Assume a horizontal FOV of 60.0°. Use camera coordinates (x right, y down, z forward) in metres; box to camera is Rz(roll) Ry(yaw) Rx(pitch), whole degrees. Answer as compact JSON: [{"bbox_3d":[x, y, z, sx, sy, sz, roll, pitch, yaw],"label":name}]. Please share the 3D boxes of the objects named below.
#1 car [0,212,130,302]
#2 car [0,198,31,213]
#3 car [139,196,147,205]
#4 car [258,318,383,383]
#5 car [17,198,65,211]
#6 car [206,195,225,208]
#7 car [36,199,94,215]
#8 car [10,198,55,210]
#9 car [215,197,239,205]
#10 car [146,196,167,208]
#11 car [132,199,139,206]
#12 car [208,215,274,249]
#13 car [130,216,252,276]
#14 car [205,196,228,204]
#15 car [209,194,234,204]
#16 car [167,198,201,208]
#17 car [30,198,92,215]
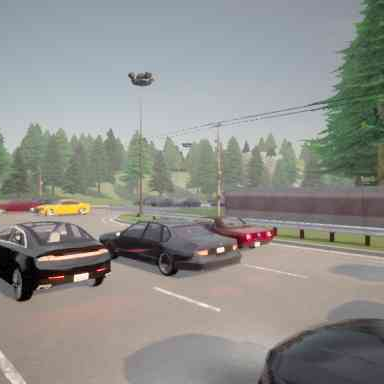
[{"bbox_3d":[-3.868,1.491,8.431,2.128,1.511,4.902,0,0,-43],"label":"car"},{"bbox_3d":[-18.726,1.477,35.357,5.008,1.535,1.882,0,0,-43],"label":"car"},{"bbox_3d":[-5.257,1.492,52.619,4.902,1.511,2.128,0,0,-43],"label":"car"},{"bbox_3d":[2.602,1.505,1.674,1.837,1.490,4.892,0,0,-43],"label":"car"},{"bbox_3d":[-18.322,1.506,40.503,4.892,1.490,1.837,1,0,-43],"label":"car"},{"bbox_3d":[4.997,1.547,47.809,5.357,1.411,2.033,0,0,-43],"label":"car"},{"bbox_3d":[-13.456,1.547,35.471,5.357,1.411,2.033,0,0,-43],"label":"car"},{"bbox_3d":[-20.613,1.506,43.154,4.892,1.490,1.837,1,0,-43],"label":"car"},{"bbox_3d":[6.217,1.563,58.467,4.181,1.385,1.994,0,0,-43],"label":"car"},{"bbox_3d":[-4.035,1.562,48.980,4.181,1.385,1.994,0,0,-43],"label":"car"},{"bbox_3d":[-7.634,1.504,55.185,4.892,1.490,1.837,0,0,-43],"label":"car"},{"bbox_3d":[0.852,1.601,13.640,1.895,1.301,4.718,0,0,-43],"label":"car"},{"bbox_3d":[-0.971,1.547,10.448,2.033,1.411,5.357,0,0,-43],"label":"car"},{"bbox_3d":[4.947,1.505,66.764,4.892,1.490,1.837,0,0,-42],"label":"car"},{"bbox_3d":[5.621,1.350,62.669,4.553,1.767,2.097,0,0,-42],"label":"car"},{"bbox_3d":[-0.785,1.525,47.200,4.674,1.442,1.812,0,0,-43],"label":"car"},{"bbox_3d":[-12.264,1.477,31.803,5.008,1.535,1.882,0,0,-43],"label":"car"}]
